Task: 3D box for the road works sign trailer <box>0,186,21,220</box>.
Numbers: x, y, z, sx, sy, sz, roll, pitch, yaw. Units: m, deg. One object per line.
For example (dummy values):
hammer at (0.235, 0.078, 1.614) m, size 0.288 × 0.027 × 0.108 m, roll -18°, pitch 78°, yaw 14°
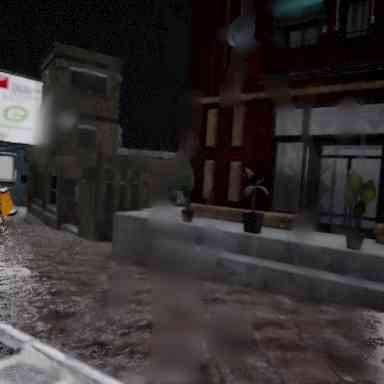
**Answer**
road works sign trailer at (-16.048, 1.078, 25.856) m, size 3.560 × 2.380 × 2.880 m, roll 3°, pitch 30°, yaw 9°
